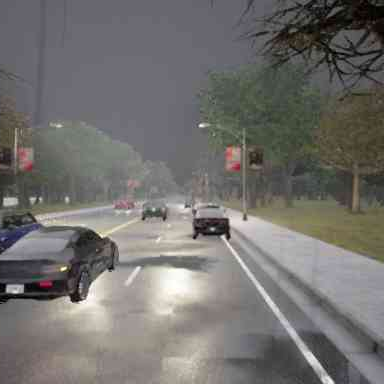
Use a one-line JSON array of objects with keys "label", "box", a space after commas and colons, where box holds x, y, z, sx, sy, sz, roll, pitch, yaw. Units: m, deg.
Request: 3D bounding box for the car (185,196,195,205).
[{"label": "car", "box": [-0.407, 1.823, 69.671, 2.097, 1.767, 4.553, 0, -1, -1]}]

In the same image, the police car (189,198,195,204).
[{"label": "police car", "box": [0.920, 1.622, 28.151, 1.930, 1.638, 5.238, 0, 0, 0]}]

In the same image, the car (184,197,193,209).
[{"label": "car", "box": [-0.233, 1.988, 53.733, 1.994, 1.385, 4.181, 0, -1, -1]}]

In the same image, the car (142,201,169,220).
[{"label": "car", "box": [-3.217, 1.565, 30.105, 2.097, 1.767, 4.553, 0, 0, 0]}]

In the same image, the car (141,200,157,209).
[{"label": "car", "box": [-6.805, 2.019, 53.210, 1.895, 1.301, 4.718, 0, -1, 0]}]

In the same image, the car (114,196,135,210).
[{"label": "car", "box": [-10.033, 1.608, 49.881, 2.150, 2.045, 5.566, 0, -1, 0]}]

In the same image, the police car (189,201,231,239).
[{"label": "police car", "box": [0.957, 1.544, 18.139, 1.930, 1.638, 5.238, 0, 0, 0]}]

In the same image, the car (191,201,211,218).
[{"label": "car", "box": [0.890, 1.725, 34.048, 1.882, 1.535, 5.008, 0, 0, 0]}]

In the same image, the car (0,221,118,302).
[{"label": "car", "box": [-3.152, 1.576, 8.243, 1.812, 1.442, 4.674, 0, 0, 0]}]

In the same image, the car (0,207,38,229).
[{"label": "car", "box": [-6.603, 1.420, 10.816, 2.097, 1.767, 4.553, 0, 0, 0]}]
